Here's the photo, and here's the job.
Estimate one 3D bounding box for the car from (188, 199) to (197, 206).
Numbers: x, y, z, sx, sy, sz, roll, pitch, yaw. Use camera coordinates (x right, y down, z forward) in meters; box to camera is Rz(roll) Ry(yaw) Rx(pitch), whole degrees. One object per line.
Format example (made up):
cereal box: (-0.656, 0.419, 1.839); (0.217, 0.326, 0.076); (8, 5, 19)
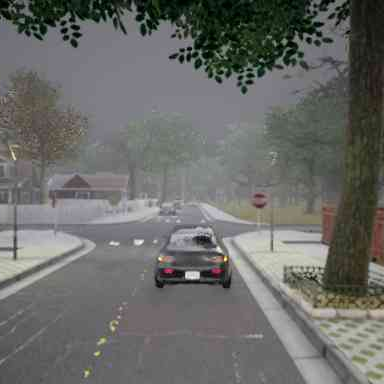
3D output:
car: (0.092, 2.414, 77.164); (1.994, 1.385, 4.181); (0, -1, 0)

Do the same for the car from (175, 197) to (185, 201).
car: (-2.671, 2.113, 68.502); (2.150, 2.045, 5.566); (0, -1, 0)

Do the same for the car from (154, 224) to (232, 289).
car: (0.045, 1.629, 9.373); (1.812, 1.442, 4.674); (0, -1, 1)

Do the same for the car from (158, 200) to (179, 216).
car: (-2.798, 1.976, 38.624); (1.812, 1.442, 4.674); (0, -1, 0)

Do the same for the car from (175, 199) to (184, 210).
car: (-2.775, 2.236, 54.034); (1.994, 1.385, 4.181); (0, -1, 0)

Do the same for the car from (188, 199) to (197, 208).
car: (0.133, 2.473, 67.093); (1.895, 1.301, 4.718); (0, -1, 0)
